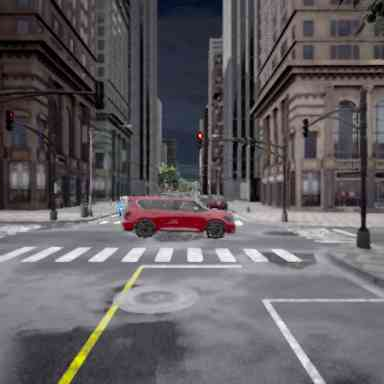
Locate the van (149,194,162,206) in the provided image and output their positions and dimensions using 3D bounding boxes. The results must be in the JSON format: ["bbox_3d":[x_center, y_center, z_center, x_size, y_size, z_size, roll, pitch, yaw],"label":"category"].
[{"bbox_3d":[-5.770,1.263,52.834,1.690,1.788,3.998,0,0,0],"label":"van"}]

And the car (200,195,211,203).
[{"bbox_3d":[2.753,1.350,69.164,1.967,1.590,4.097,0,0,0],"label":"car"}]

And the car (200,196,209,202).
[{"bbox_3d":[2.751,1.487,74.606,1.802,1.307,4.206,0,0,0],"label":"car"}]

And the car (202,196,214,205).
[{"bbox_3d":[2.754,1.469,58.283,2.008,1.369,4.403,0,0,0],"label":"car"}]

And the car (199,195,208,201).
[{"bbox_3d":[2.750,1.446,80.046,1.887,1.381,4.507,0,0,0],"label":"car"}]

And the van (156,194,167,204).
[{"bbox_3d":[-5.772,1.255,63.716,1.690,1.788,3.998,0,0,0],"label":"van"}]

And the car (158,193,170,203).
[{"bbox_3d":[-5.773,1.225,69.157,2.192,1.841,5.009,0,0,0],"label":"car"}]

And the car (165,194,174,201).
[{"bbox_3d":[-5.776,1.340,85.481,1.967,1.590,4.097,0,0,0],"label":"car"}]

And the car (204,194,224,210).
[{"bbox_3d":[2.757,1.246,41.961,2.192,1.841,5.009,0,0,0],"label":"car"}]

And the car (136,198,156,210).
[{"bbox_3d":[-5.768,1.476,41.951,1.887,1.381,4.507,0,0,0],"label":"car"}]

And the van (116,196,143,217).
[{"bbox_3d":[-5.766,1.284,31.069,1.690,1.788,3.998,0,0,0],"label":"van"}]

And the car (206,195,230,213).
[{"bbox_3d":[2.758,1.251,36.520,2.192,1.841,5.009,0,0,0],"label":"car"}]

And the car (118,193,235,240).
[{"bbox_3d":[-0.656,1.256,16.515,5.566,2.045,2.150,1,0,0],"label":"car"}]

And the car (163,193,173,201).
[{"bbox_3d":[-5.775,1.217,80.039,2.192,1.841,5.009,0,0,0],"label":"car"}]

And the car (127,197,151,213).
[{"bbox_3d":[-5.767,1.376,36.510,1.967,1.590,4.097,0,0,0],"label":"car"}]

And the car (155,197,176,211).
[{"bbox_3d":[-3.096,1.424,39.682,2.128,1.511,4.902,0,0,0],"label":"car"}]
